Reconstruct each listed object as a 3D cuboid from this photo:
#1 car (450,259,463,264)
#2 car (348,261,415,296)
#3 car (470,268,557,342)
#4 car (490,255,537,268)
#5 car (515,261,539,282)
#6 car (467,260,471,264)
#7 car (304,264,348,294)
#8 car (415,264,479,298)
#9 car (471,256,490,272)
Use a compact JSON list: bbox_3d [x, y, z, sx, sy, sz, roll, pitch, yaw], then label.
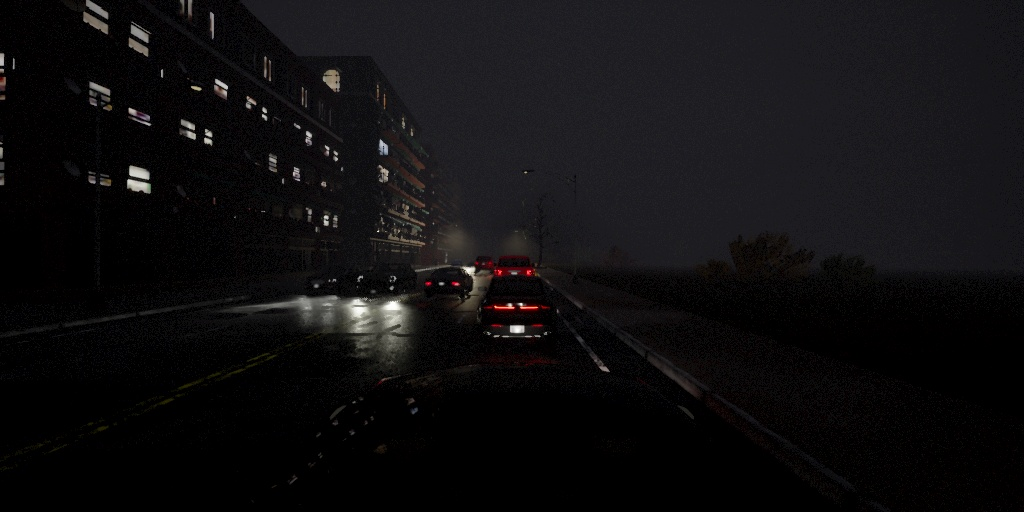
[{"bbox_3d":[-9.759,1.277,63.221,1.812,1.442,4.674,0,0,0],"label":"car"},{"bbox_3d":[-6.585,1.105,19.267,2.097,1.767,4.553,0,0,0],"label":"car"},{"bbox_3d":[0.109,1.256,9.796,1.837,1.490,4.892,0,0,0],"label":"car"},{"bbox_3d":[0.116,0.974,20.143,2.150,2.045,5.566,0,0,0],"label":"car"},{"bbox_3d":[1.163,1.209,30.551,1.801,1.575,5.366,0,0,0],"label":"car"},{"bbox_3d":[-6.524,1.352,61.259,1.895,1.301,4.718,0,0,0],"label":"car"},{"bbox_3d":[-9.834,1.244,20.477,2.128,1.511,4.902,0,0,0],"label":"car"},{"bbox_3d":[-3.134,1.300,18.506,2.033,1.411,5.357,0,0,0],"label":"car"},{"bbox_3d":[-3.116,0.973,42.075,2.150,2.045,5.566,0,0,0],"label":"car"}]
